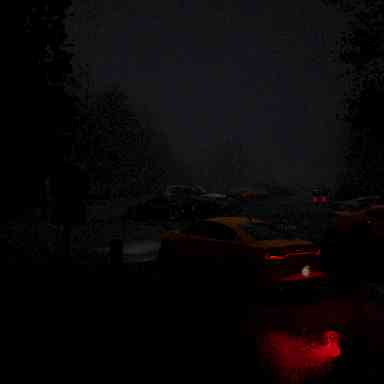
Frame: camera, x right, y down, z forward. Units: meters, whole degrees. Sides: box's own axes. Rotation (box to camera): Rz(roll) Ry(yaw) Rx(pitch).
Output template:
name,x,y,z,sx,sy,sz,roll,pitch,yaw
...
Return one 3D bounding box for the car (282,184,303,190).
name,x,y,z,sx,sy,sz,roll,pitch,yaw
car,24.220,-1.277,80.271,4.674,1.452,2.002,1,2,24

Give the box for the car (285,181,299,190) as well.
name,x,y,z,sx,sy,sz,roll,pitch,yaw
car,18.504,-0.859,67.628,4.892,1.521,2.231,1,2,24

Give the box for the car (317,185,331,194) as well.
name,x,y,z,sx,sy,sz,roll,pitch,yaw
car,22.543,-0.463,56.776,1.882,1.535,5.008,1,2,24

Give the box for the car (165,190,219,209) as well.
name,x,y,z,sx,sy,sz,roll,pitch,yaw
car,-0.885,0.876,24.647,5.008,1.535,2.097,1,3,24

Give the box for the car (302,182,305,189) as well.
name,x,y,z,sx,sy,sz,roll,pitch,yaw
car,23.071,-1.226,77.744,5.008,1.535,2.097,1,2,24

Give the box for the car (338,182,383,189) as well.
name,x,y,z,sx,sy,sz,roll,pitch,yaw
car,15.611,0.370,29.336,5.566,2.045,2.435,1,3,24

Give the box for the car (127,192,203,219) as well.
name,x,y,z,sx,sy,sz,roll,pitch,yaw
car,-2.058,1.020,22.134,4.792,1.488,2.163,1,3,24

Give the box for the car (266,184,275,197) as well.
name,x,y,z,sx,sy,sz,roll,pitch,yaw
car,7.268,0.075,42.267,5.366,1.575,1.946,1,3,24

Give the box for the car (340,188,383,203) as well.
name,x,y,z,sx,sy,sz,roll,pitch,yaw
car,19.080,0.308,37.029,4.792,1.488,2.163,1,3,24

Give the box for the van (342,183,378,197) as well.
name,x,y,z,sx,sy,sz,roll,pitch,yaw
van,23.661,-0.327,46.955,4.442,1.987,1.878,1,2,24

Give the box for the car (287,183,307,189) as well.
name,x,y,z,sx,sy,sz,roll,pitch,yaw
car,27.658,-1.531,87.824,4.792,1.488,2.163,1,2,24

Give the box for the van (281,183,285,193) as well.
name,x,y,z,sx,sy,sz,roll,pitch,yaw
van,11.768,-0.535,52.395,4.442,1.987,1.878,1,2,24

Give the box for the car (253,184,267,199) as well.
name,x,y,z,sx,sy,sz,roll,pitch,yaw
car,5.839,0.174,40.003,5.366,1.575,1.946,1,3,24

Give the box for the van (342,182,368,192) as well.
name,x,y,z,sx,sy,sz,roll,pitch,yaw
van,31.686,-0.970,64.734,4.442,1.987,1.878,1,2,24

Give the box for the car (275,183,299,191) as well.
name,x,y,z,sx,sy,sz,roll,pitch,yaw
car,20.765,-1.169,72.692,4.553,1.767,2.185,1,2,24

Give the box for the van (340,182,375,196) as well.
name,x,y,z,sx,sy,sz,roll,pitch,yaw
van,24.587,-0.422,49.574,4.442,1.987,1.878,1,2,24

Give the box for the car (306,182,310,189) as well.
name,x,y,z,sx,sy,sz,roll,pitch,yaw
car,26.527,-1.751,85.308,5.566,2.045,2.435,1,2,24

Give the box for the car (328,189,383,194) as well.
name,x,y,z,sx,sy,sz,roll,pitch,yaw
car,13.139,0.845,24.390,5.366,1.575,1.946,1,3,24

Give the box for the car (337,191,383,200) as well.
name,x,y,z,sx,sy,sz,roll,pitch,yaw
car,9.971,1.067,16.841,4.553,1.767,2.185,1,3,24

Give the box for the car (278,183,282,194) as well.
name,x,y,z,sx,sy,sz,roll,pitch,yaw
car,10.547,-0.190,49.911,4.792,1.488,2.163,1,2,24

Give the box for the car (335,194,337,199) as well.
name,x,y,z,sx,sy,sz,roll,pitch,yaw
car,11.004,1.111,19.282,4.792,1.488,2.163,1,3,24

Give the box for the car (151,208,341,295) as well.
name,x,y,z,sx,sy,sz,roll,pitch,yaw
car,0.914,1.374,8.545,1.882,1.535,5.008,2,-1,-31

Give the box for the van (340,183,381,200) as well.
name,x,y,z,sx,sy,sz,roll,pitch,yaw
van,21.172,-0.145,41.986,4.442,1.987,1.878,1,2,24

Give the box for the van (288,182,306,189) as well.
name,x,y,z,sx,sy,sz,roll,pitch,yaw
van,28.670,-1.836,90.414,4.442,1.987,1.878,1,1,24

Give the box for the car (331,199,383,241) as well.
name,x,y,z,sx,sy,sz,roll,pitch,yaw
car,8.798,1.307,14.338,5.008,1.535,2.097,1,3,24

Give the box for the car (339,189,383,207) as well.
name,x,y,z,sx,sy,sz,roll,pitch,yaw
car,16.699,0.534,31.893,4.792,1.488,2.163,1,3,24

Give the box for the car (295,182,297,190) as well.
name,x,y,z,sx,sy,sz,roll,pitch,yaw
car,17.375,-0.767,65.094,4.892,1.521,2.231,1,2,24

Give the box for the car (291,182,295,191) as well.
name,x,y,z,sx,sy,sz,roll,pitch,yaw
car,16.058,-0.683,62.644,5.366,1.575,1.946,1,2,24

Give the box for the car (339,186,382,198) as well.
name,x,y,z,sx,sy,sz,roll,pitch,yaw
car,22.421,-0.012,44.486,5.008,1.535,2.097,1,2,24

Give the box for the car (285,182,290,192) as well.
name,x,y,z,sx,sy,sz,roll,pitch,yaw
car,13.918,-0.465,57.522,4.792,1.488,2.163,1,2,24

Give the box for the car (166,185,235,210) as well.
name,x,y,z,sx,sy,sz,roll,pitch,yaw
car,0.277,0.510,27.154,5.566,2.045,2.435,1,3,24

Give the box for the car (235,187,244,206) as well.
name,x,y,z,sx,sy,sz,roll,pitch,yaw
car,1.562,0.644,29.629,5.366,1.575,1.946,1,3,24

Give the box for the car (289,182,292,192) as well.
name,x,y,z,sx,sy,sz,roll,pitch,yaw
car,15.059,-0.557,60.051,4.792,1.488,2.163,1,2,24

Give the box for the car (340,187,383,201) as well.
name,x,y,z,sx,sy,sz,roll,pitch,yaw
car,20.165,0.209,39.433,4.792,1.488,2.163,1,2,24

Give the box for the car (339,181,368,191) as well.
name,x,y,z,sx,sy,sz,roll,pitch,yaw
car,34.970,-1.271,72.363,5.566,2.045,2.435,1,2,24

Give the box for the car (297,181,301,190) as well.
name,x,y,z,sx,sy,sz,roll,pitch,yaw
car,19.483,-0.957,70.230,5.366,1.575,1.946,1,2,24

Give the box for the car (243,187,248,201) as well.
name,x,y,z,sx,sy,sz,roll,pitch,yaw
car,2.540,0.530,32.231,4.892,1.521,2.231,1,3,24

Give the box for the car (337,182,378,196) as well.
name,x,y,z,sx,sy,sz,roll,pitch,yaw
car,25.807,-0.537,52.060,5.566,2.045,2.435,1,2,24

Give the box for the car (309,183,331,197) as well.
name,x,y,z,sx,sy,sz,roll,pitch,yaw
car,18.309,-0.110,47.396,2.128,1.511,4.902,1,2,24

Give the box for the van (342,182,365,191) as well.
name,x,y,z,sx,sy,sz,roll,pitch,yaw
van,36.242,-1.335,74.828,4.442,1.987,1.878,1,2,24

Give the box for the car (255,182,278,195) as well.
name,x,y,z,sx,sy,sz,roll,pitch,yaw
car,9.408,-0.251,47.378,4.553,1.767,2.185,1,2,24

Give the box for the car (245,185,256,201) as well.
name,x,y,z,sx,sy,sz,roll,pitch,yaw
car,3.507,0.407,34.837,5.366,1.575,1.946,1,3,24

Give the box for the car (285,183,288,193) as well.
name,x,y,z,sx,sy,sz,roll,pitch,yaw
car,12.776,-0.374,54.993,4.792,1.488,2.163,1,2,24
